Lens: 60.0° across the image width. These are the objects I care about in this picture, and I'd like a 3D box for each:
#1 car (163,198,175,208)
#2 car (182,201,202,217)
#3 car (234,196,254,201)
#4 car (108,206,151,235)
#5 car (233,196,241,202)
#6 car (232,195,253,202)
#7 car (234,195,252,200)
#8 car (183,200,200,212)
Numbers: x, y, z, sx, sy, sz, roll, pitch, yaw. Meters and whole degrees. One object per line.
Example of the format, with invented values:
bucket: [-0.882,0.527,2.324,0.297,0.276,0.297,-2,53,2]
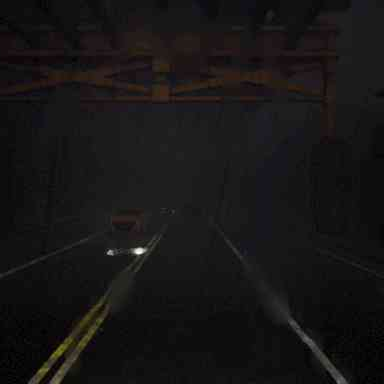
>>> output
car: [-3.795,1.780,55.488,1.882,1.535,5.008,0,0,0]
car: [-0.027,1.743,34.209,1.882,1.535,5.008,0,0,0]
car: [12.999,1.509,82.768,4.536,1.218,1.853,0,0,-20]
car: [-3.673,1.640,20.185,1.882,1.535,5.008,0,-1,0]
car: [12.951,1.667,82.750,4.974,1.542,2.038,0,0,-20]
car: [13.261,1.652,86.910,4.974,1.542,2.038,0,0,25]
car: [13.308,1.495,86.888,4.536,1.218,1.853,0,0,25]
car: [-0.066,1.853,44.515,2.033,1.411,5.357,0,0,0]
